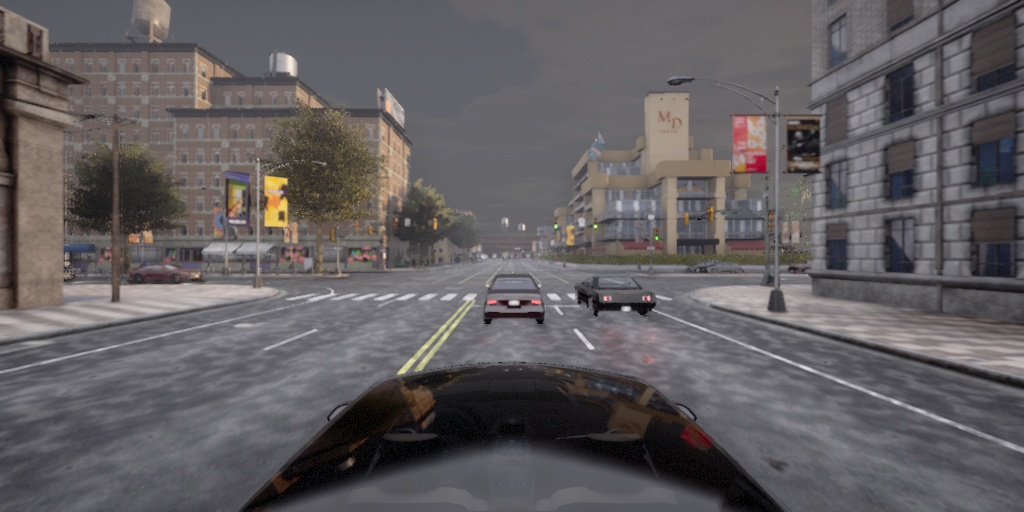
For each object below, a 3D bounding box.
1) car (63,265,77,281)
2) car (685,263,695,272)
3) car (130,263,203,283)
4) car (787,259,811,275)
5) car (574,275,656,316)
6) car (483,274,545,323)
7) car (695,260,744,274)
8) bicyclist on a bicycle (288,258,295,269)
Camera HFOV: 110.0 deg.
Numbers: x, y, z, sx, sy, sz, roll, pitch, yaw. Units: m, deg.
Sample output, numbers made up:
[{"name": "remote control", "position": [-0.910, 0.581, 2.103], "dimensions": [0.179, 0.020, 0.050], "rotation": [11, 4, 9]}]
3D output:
[{"name": "car", "position": [-36.622, 1.277, 27.612], "dimensions": [4.674, 1.442, 1.812], "rotation": [0, 0, 0]}, {"name": "car", "position": [23.206, 1.230, 42.665], "dimensions": [4.902, 1.511, 2.128], "rotation": [0, 0, 0]}, {"name": "car", "position": [-26.564, 1.275, 27.587], "dimensions": [4.674, 1.442, 1.812], "rotation": [0, 0, 0]}, {"name": "car", "position": [32.799, 1.090, 39.108], "dimensions": [4.553, 1.767, 2.097], "rotation": [0, 0, 1]}, {"name": "car", "position": [3.563, 1.348, 13.348], "dimensions": [1.895, 1.301, 4.718], "rotation": [0, 0, 0]}, {"name": "car", "position": [0.053, 1.296, 12.075], "dimensions": [2.033, 1.411, 5.357], "rotation": [0, 0, 0]}, {"name": "car", "position": [22.896, 1.303, 39.170], "dimensions": [4.181, 1.385, 1.994], "rotation": [0, 0, 0]}, {"name": "bicyclist on a bicycle", "position": [-31.130, 1.047, 50.577], "dimensions": [0.582, 1.620, 1.656], "rotation": [0, 0, 0]}]
